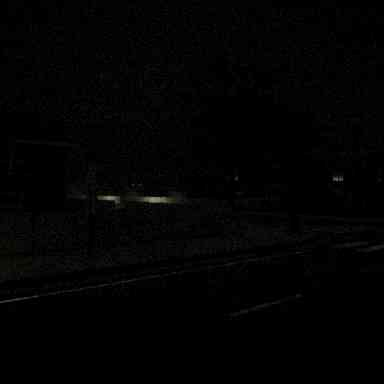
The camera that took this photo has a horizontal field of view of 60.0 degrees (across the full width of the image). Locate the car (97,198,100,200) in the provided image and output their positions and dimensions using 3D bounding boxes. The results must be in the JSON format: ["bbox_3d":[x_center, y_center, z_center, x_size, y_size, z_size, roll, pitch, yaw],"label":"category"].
[{"bbox_3d":[-16.039,1.654,54.243,1.994,1.385,4.181,0,0,-35],"label":"car"}]
